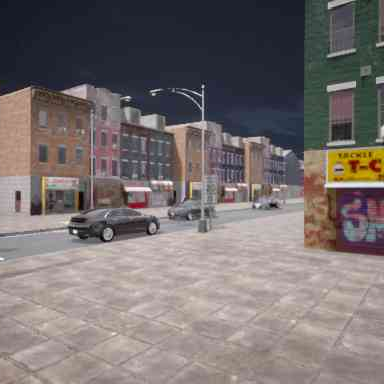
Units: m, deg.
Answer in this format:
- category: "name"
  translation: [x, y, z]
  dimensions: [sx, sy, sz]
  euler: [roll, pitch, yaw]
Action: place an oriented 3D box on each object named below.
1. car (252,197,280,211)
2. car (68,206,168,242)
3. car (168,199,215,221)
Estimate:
- category: "car"
  translation: [8.484, 1.285, 37.915]
  dimensions: [2.128, 1.511, 4.902]
  euler: [0, 1, 35]
- category: "car"
  translation: [-3.586, 1.443, 16.197]
  dimensions: [1.837, 1.490, 4.892]
  euler: [0, 0, 36]
- category: "car"
  translation: [0.022, 1.377, 26.124]
  dimensions: [1.837, 1.490, 4.892]
  euler: [0, 1, 36]
